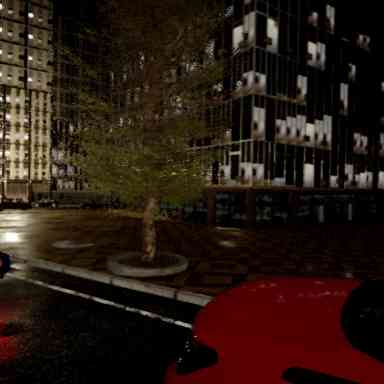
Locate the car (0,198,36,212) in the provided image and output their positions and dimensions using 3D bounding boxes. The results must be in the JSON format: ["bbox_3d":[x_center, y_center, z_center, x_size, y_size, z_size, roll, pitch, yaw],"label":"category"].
[{"bbox_3d":[-24.621,1.762,45.412,5.009,1.841,2.192,0,1,-34],"label":"car"}]

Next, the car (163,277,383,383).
[{"bbox_3d":[2.424,1.220,1.833,5.566,2.045,2.150,0,0,36],"label":"car"}]

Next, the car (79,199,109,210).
[{"bbox_3d":[-15.267,2.072,51.817,4.507,1.381,1.887,0,1,-34],"label":"car"}]

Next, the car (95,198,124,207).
[{"bbox_3d":[-15.175,1.907,61.425,4.829,1.417,1.752,0,1,-34],"label":"car"}]

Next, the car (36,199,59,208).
[{"bbox_3d":[-24.393,1.853,55.120,4.403,1.369,2.008,0,1,-34],"label":"car"}]

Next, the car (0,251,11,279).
[{"bbox_3d":[-6.532,1.620,8.225,4.718,1.301,1.895,0,0,36],"label":"car"}]
